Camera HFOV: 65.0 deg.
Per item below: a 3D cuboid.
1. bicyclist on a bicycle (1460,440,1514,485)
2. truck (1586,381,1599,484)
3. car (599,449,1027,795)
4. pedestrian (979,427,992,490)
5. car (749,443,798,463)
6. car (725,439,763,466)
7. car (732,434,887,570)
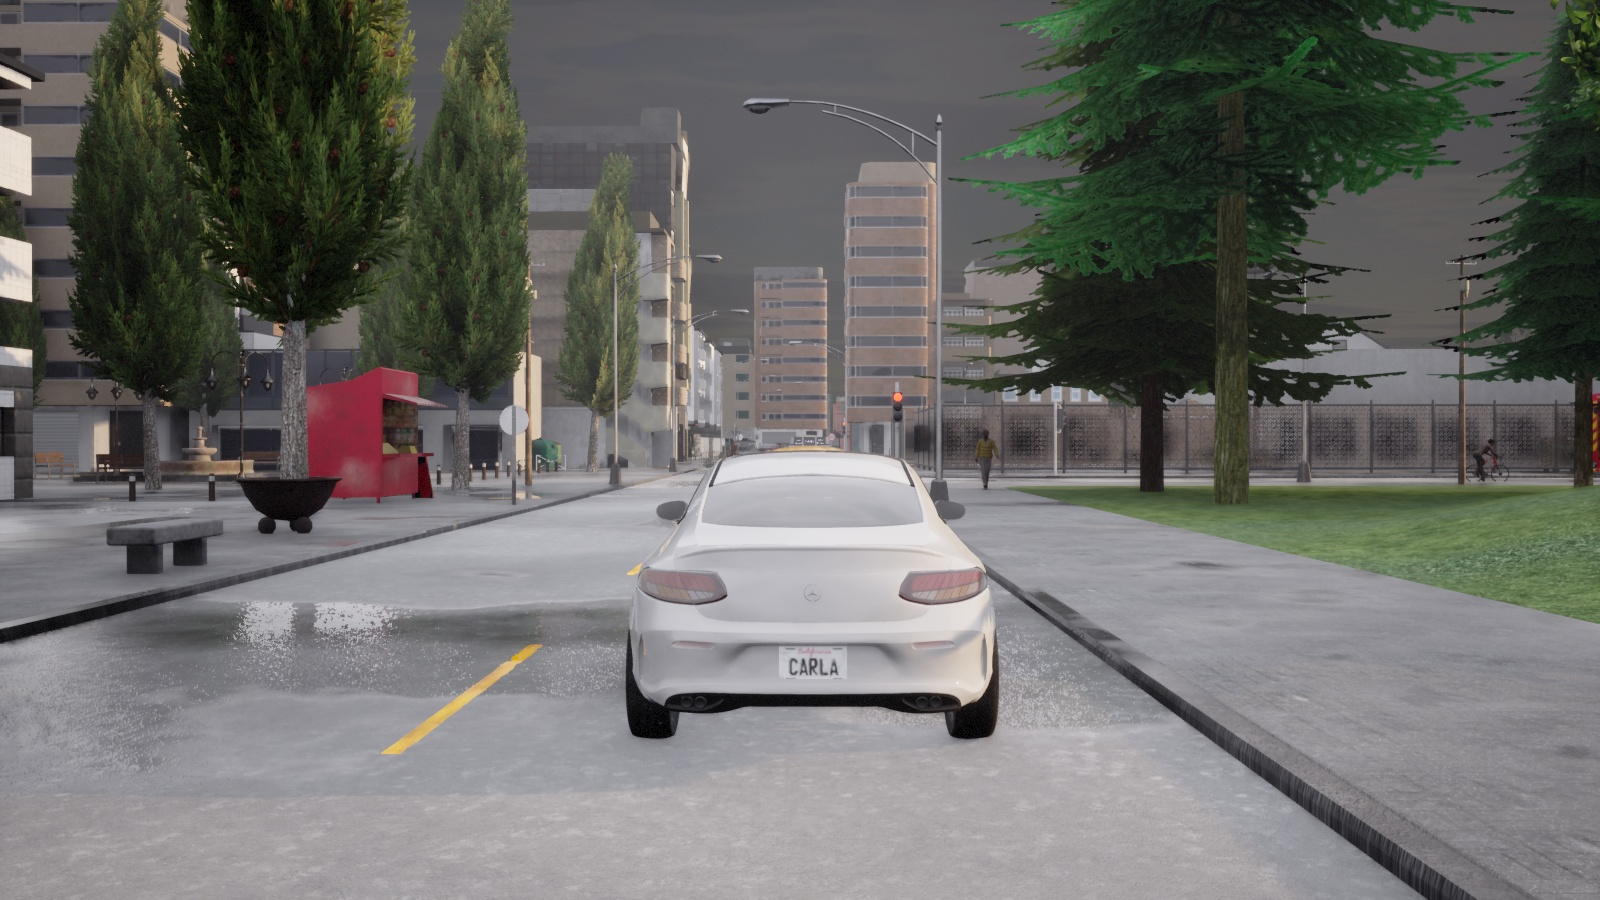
[{"bbox_3d":[25.440,0.457,46.501,1.656,1.620,0.582,0,0,0],"label":"bicyclist on a bicycle"},{"bbox_3d":[34.180,-0.653,46.429,8.468,3.827,2.891,0,0,-1],"label":"truck"},{"bbox_3d":[0.067,0.729,7.659,1.812,1.442,4.674,0,0,0],"label":"car"},{"bbox_3d":[5.531,0.249,37.440,0.370,1.835,0.726,0,0,6],"label":"pedestrian"},{"bbox_3d":[-2.010,0.218,95.684,1.845,1.501,3.633,0,0,40],"label":"car"},{"bbox_3d":[-3.548,0.136,80.070,2.242,1.667,4.611,0,0,0],"label":"car"},{"bbox_3d":[0.130,0.588,17.254,1.801,1.575,5.366,0,0,0],"label":"car"}]
